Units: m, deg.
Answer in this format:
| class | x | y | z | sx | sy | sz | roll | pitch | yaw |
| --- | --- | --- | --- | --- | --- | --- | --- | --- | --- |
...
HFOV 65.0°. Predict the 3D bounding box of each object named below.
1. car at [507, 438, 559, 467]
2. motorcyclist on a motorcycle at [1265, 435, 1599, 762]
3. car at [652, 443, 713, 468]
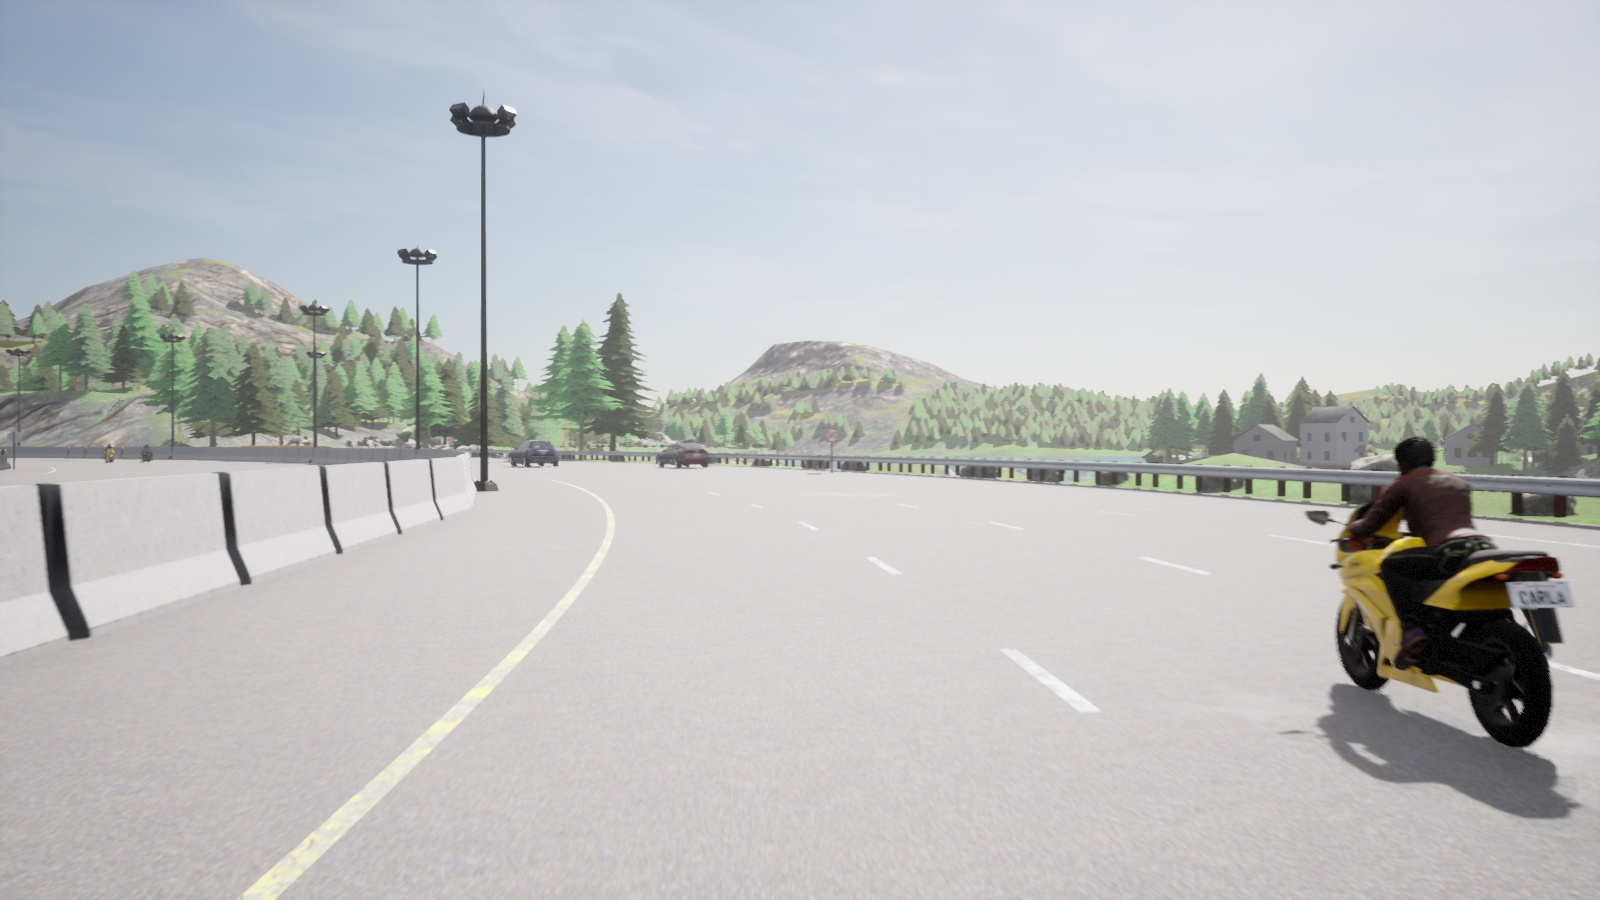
| class | x | y | z | sx | sy | sz | roll | pitch | yaw |
| --- | --- | --- | --- | --- | --- | --- | --- | --- | --- |
| car | -17.019 | 0.147 | 79.908 | 2.097 | 1.767 | 4.553 | 0 | 0 | -28 |
| motorcyclist on a motorcycle | 3.391 | 0.691 | 6.926 | 0.797 | 1.523 | 2.044 | -1 | 0 | -3 |
| car | -7.148 | 0.315 | 76.034 | 2.163 | 1.488 | 4.792 | 0 | 0 | -26 |
